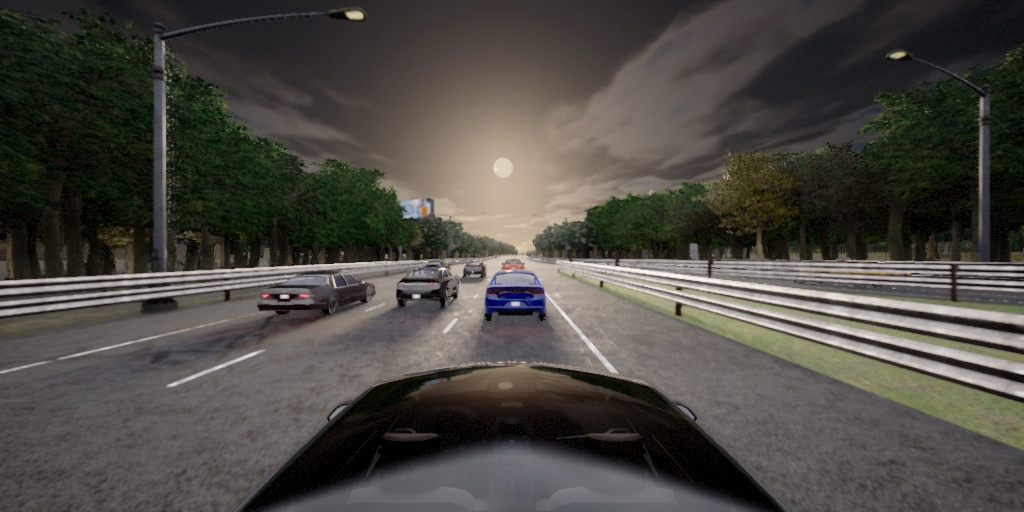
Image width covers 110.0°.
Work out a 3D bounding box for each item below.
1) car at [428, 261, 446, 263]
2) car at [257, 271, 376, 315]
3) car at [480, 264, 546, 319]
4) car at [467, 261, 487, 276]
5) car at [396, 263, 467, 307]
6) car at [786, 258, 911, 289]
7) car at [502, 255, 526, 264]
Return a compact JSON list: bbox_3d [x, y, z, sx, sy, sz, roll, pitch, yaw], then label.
[{"bbox_3d":[-6.891,1.203,33.415,1.837,1.490,4.892,0,0,0],"label":"car"},{"bbox_3d":[-6.897,1.275,13.375,2.033,1.411,5.357,0,0,0],"label":"car"},{"bbox_3d":[0.104,1.206,12.677,1.882,1.535,5.008,0,0,0],"label":"car"},{"bbox_3d":[-3.391,1.190,33.368,2.128,1.511,4.902,0,0,0],"label":"car"},{"bbox_3d":[-3.396,1.214,15.162,2.128,1.511,4.902,0,0,0],"label":"car"},{"bbox_3d":[17.993,0.877,19.642,1.801,1.575,5.366,0,0,-17],"label":"car"},{"bbox_3d":[0.109,1.050,33.149,2.097,1.767,4.553,0,0,0],"label":"car"}]
